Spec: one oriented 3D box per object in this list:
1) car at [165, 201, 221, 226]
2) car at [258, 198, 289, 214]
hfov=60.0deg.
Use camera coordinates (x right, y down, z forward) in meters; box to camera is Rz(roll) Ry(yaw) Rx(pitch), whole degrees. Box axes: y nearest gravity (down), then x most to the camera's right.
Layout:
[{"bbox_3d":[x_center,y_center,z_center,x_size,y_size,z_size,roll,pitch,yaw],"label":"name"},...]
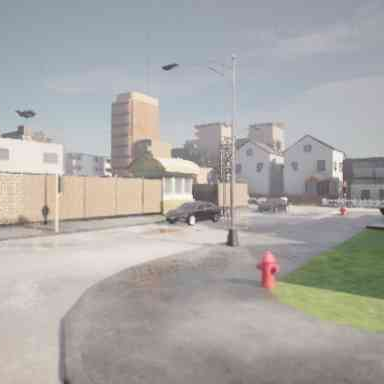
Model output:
[{"bbox_3d":[0.162,1.401,22.738,1.837,1.490,4.892,1,0,36],"label":"car"},{"bbox_3d":[8.437,1.403,34.234,1.837,1.490,4.892,1,0,36],"label":"car"}]
